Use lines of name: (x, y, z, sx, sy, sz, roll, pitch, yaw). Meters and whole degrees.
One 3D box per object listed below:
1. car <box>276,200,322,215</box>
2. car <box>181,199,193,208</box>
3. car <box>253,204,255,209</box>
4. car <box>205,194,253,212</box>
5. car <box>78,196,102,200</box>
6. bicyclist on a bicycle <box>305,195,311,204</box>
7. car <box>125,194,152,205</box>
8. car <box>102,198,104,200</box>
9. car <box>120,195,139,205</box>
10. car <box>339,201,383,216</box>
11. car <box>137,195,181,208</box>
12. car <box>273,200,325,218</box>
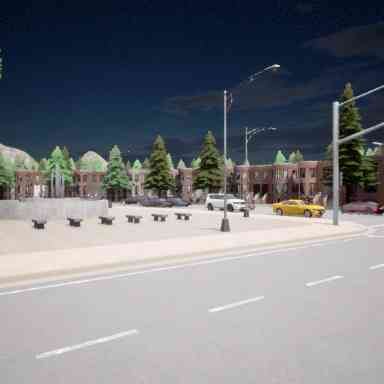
car: (11.143, 1.564, 34.889, 1.994, 1.385, 4.181, 0, 0, -37)
car: (-2.534, 1.547, 49.484, 5.357, 1.411, 2.033, 0, 0, 35)
car: (5.761, 1.526, 41.778, 1.812, 1.442, 4.674, 0, 0, -41)
car: (3.901, 1.221, 38.685, 2.150, 2.045, 5.566, 0, 0, -39)
car: (-19.742, 1.547, 60.382, 5.357, 1.411, 2.033, 0, 0, 9)
bicyclist on a bicycle: (16.257, 1.303, 46.652, 1.656, 1.620, 0.582, 0, 0, -37)
car: (-9.826, 1.352, 61.188, 4.553, 1.767, 2.097, 0, 0, 21)
car: (-19.439, 1.491, 63.892, 4.902, 1.511, 2.128, 0, 0, 7)
car: (-10.071, 1.505, 57.567, 4.892, 1.490, 1.837, 0, 0, 22)
car: (16.884, 1.564, 33.393, 1.994, 1.385, 4.181, 0, 0, -36)
car: (-4.717, 1.547, 46.742, 5.357, 1.411, 2.033, 0, 0, 34)
car: (9.824, 1.478, 30.816, 1.882, 1.535, 5.008, 0, 0, -37)
